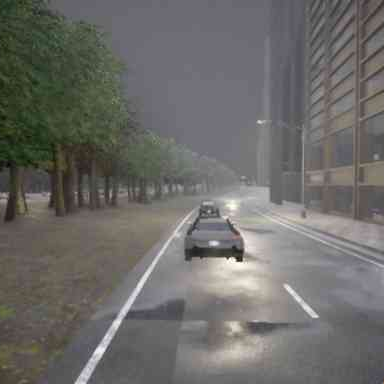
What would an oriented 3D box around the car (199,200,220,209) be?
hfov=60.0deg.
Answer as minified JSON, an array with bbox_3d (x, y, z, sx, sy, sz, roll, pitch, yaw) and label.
[{"bbox_3d":[1.589,1.473,30.525,1.812,1.442,4.674,0,0,3],"label":"car"}]

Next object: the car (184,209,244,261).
[{"bbox_3d":[0.749,1.562,12.310,1.994,1.385,4.181,0,0,2],"label":"car"}]
